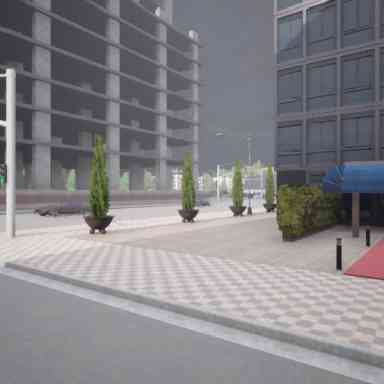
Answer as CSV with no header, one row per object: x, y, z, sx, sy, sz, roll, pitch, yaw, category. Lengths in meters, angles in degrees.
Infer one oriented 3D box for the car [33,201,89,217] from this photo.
-12.013,1.547,31.336,2.033,1.411,5.357,0,0,36,car

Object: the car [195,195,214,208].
0.955,1.564,49.136,1.994,1.385,4.181,0,0,36,car
